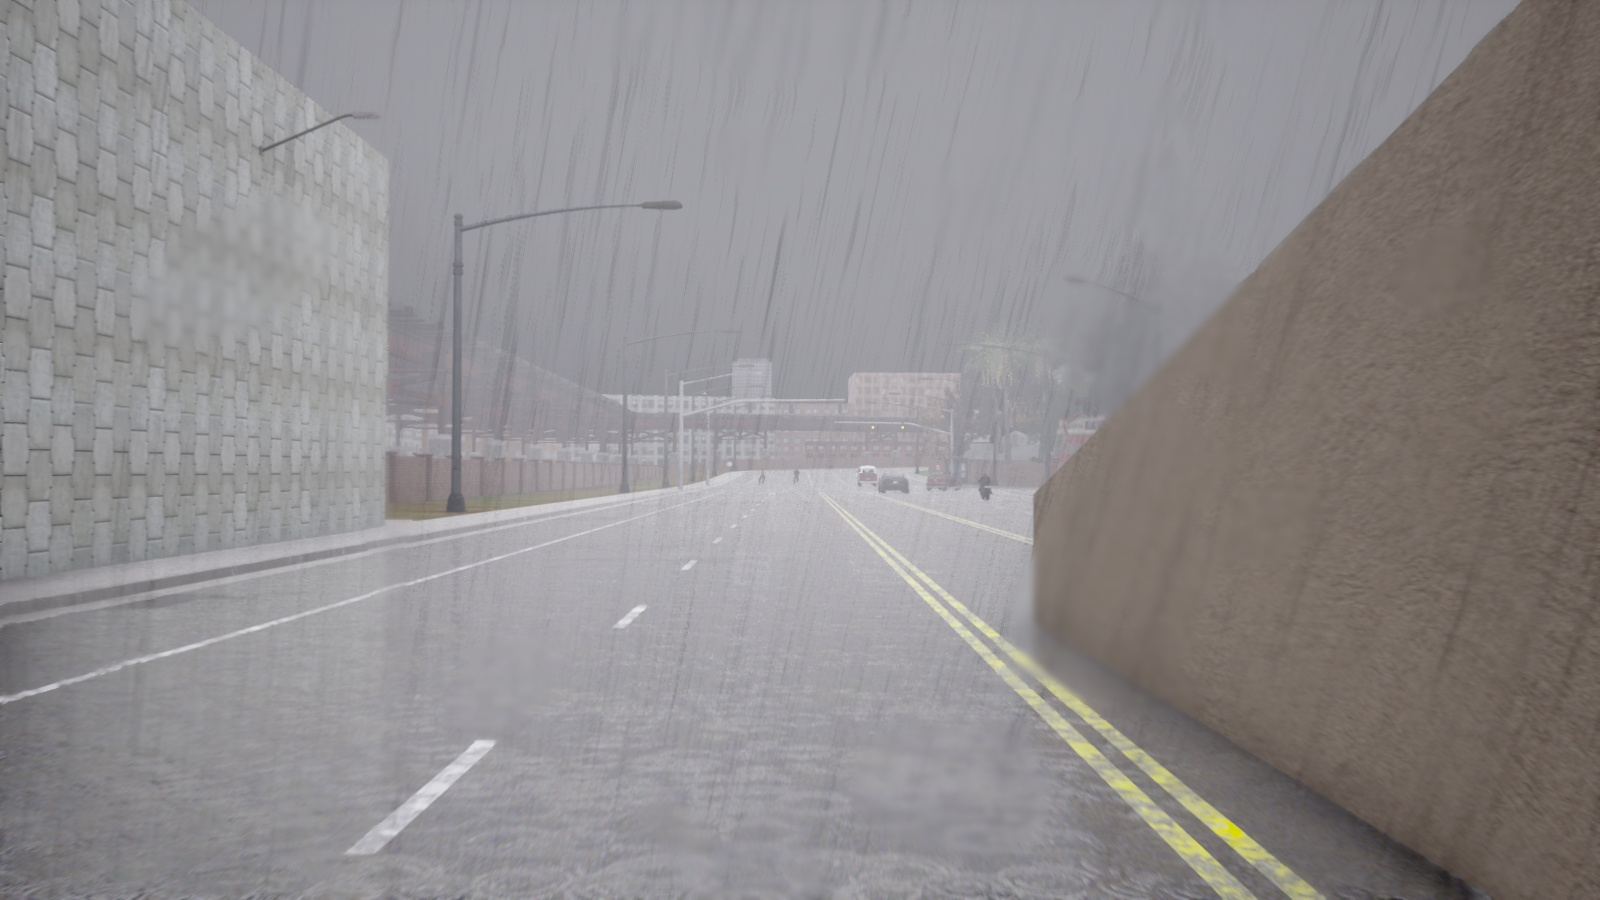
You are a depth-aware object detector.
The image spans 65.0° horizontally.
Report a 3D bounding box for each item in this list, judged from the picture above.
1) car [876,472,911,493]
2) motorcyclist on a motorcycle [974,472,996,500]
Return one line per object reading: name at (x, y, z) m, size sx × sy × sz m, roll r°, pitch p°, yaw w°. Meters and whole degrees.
car at (6.768, 2.312, 91.064) m, size 2.163 × 1.488 × 4.792 m, roll 0°, pitch -1°, yaw 0°
motorcyclist on a motorcycle at (10.308, 1.980, 70.018) m, size 0.866 × 1.530 × 2.191 m, roll 0°, pitch -1°, yaw 0°
